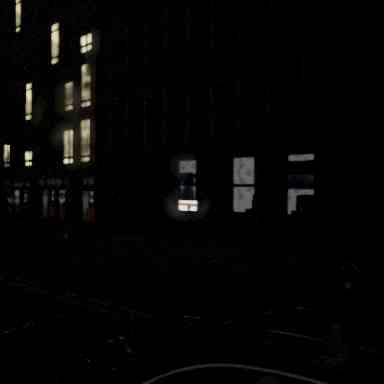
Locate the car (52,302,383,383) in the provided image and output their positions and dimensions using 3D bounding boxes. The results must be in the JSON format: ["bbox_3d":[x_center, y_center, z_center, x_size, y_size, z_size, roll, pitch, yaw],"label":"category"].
[{"bbox_3d":[0.732,1.557,2.336,4.403,1.369,2.008,-1,1,36],"label":"car"}]
